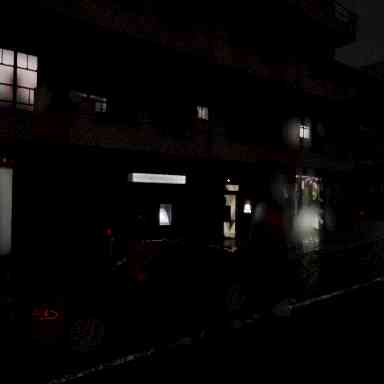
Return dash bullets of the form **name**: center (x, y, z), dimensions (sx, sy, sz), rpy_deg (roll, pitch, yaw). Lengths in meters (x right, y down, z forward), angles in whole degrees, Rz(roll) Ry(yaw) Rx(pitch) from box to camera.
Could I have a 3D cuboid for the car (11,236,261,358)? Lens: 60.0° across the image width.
- **car**: center (-0.725, 1.546, 6.030), dimensions (4.507, 1.381, 1.887), rpy_deg (0, 1, -36)
